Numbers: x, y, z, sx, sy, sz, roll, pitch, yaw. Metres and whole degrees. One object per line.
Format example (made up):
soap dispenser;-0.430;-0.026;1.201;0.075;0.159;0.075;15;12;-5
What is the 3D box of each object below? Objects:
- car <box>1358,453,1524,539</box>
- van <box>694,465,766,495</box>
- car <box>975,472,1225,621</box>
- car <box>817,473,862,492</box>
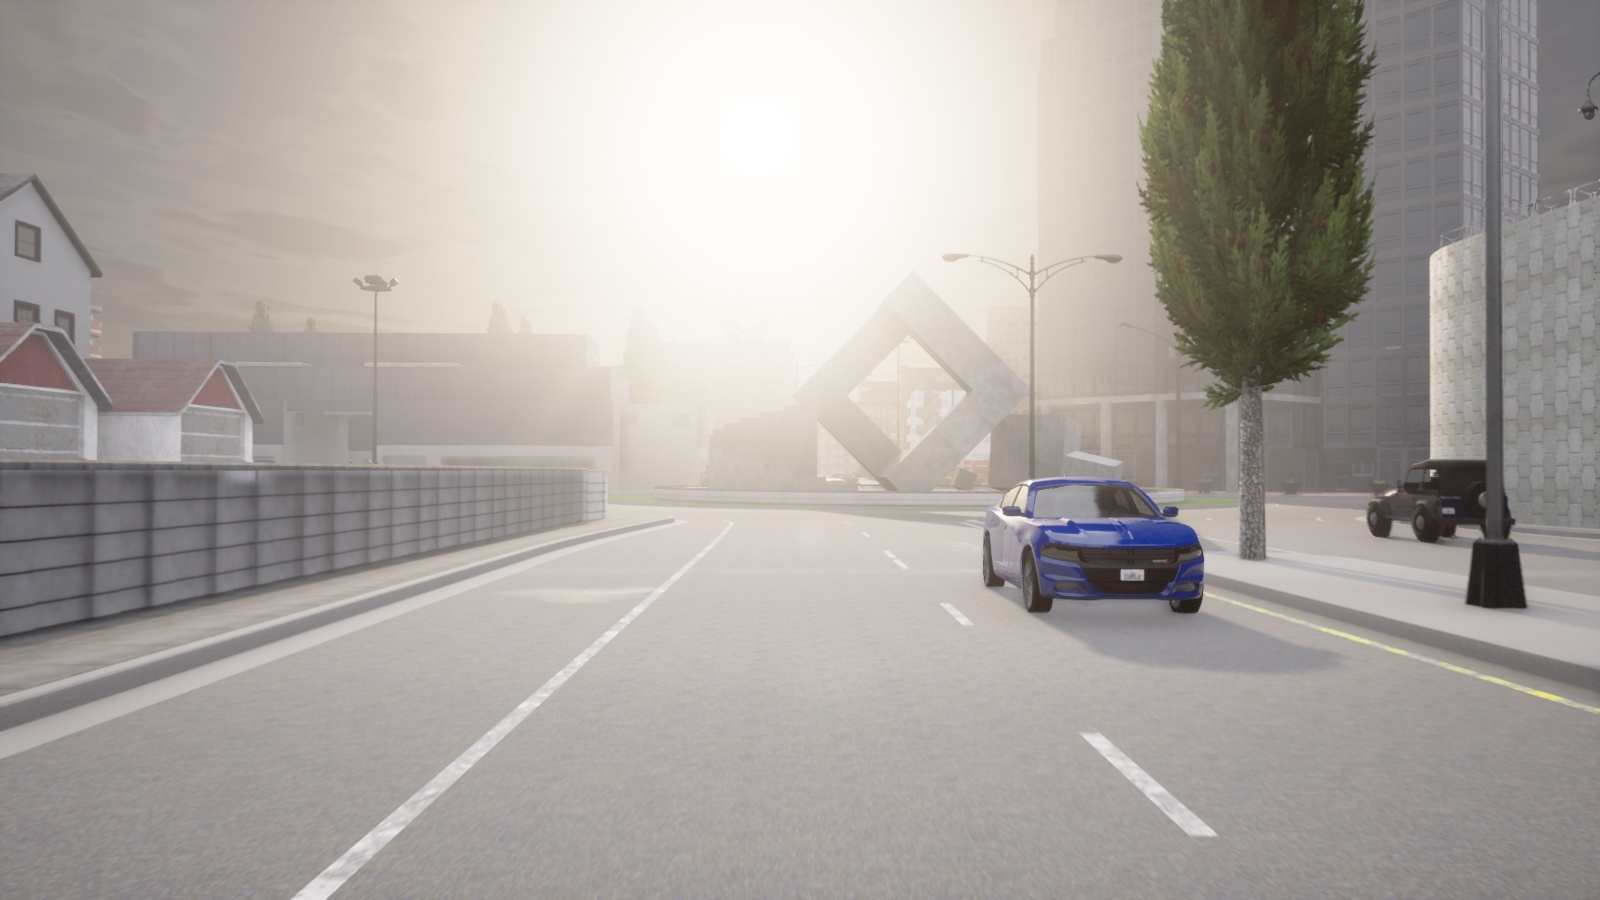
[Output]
car;14.933;1.044;29.505;1.905;1.878;3.866;0;-1;0
van;-4.616;1.979;83.260;4.442;1.987;1.775;0;-1;-30
car;3.462;1.038;15.528;1.882;1.535;5.008;0;-1;0
car;3.052;2.450;95.627;2.033;1.411;5.357;-1;-1;18
